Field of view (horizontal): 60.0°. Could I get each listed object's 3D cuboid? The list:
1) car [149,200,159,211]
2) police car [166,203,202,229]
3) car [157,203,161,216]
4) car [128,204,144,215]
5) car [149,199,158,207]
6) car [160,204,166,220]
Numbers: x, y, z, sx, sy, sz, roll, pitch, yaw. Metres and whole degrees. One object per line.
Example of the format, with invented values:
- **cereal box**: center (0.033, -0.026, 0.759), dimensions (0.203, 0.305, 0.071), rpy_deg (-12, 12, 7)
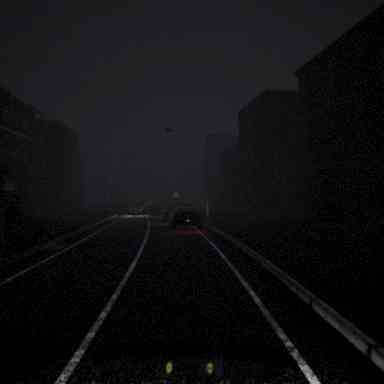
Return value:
- **car**: center (-6.330, 2.490, 57.890), dimensions (2.128, 1.511, 4.902), rpy_deg (0, 0, -8)
- **police car**: center (-0.545, 1.593, 22.907), dimensions (1.930, 1.638, 5.238), rpy_deg (0, -1, -7)
- **car**: center (-2.712, 2.188, 38.730), dimensions (1.812, 1.442, 4.674), rpy_deg (0, -2, -8)
- **car**: center (-7.714, 2.415, 45.687), dimensions (1.812, 1.442, 4.674), rpy_deg (0, -1, -8)
- **car**: center (-8.436, 2.355, 72.772), dimensions (1.895, 1.301, 4.718), rpy_deg (0, 2, -8)
- **car**: center (-1.872, 1.975, 32.781), dimensions (1.812, 1.442, 4.674), rpy_deg (0, -2, -8)
